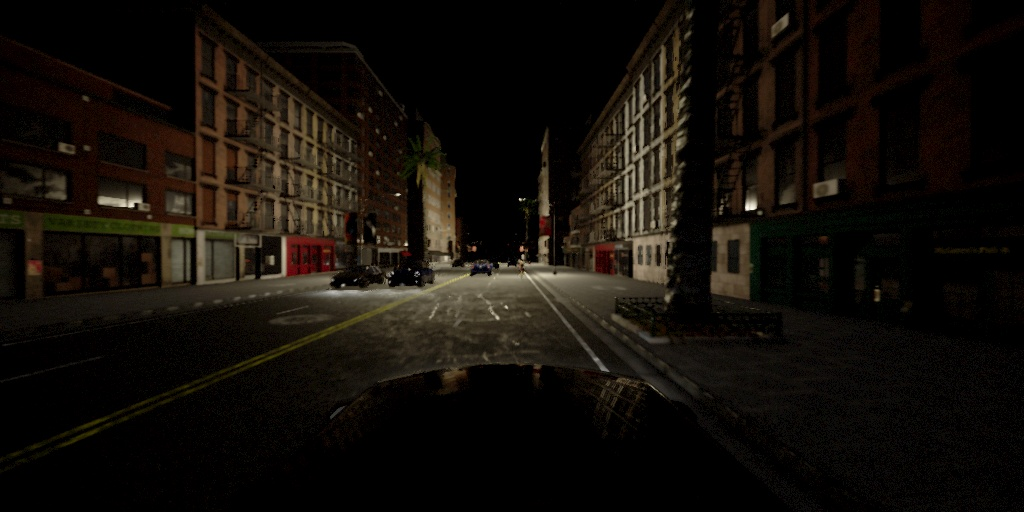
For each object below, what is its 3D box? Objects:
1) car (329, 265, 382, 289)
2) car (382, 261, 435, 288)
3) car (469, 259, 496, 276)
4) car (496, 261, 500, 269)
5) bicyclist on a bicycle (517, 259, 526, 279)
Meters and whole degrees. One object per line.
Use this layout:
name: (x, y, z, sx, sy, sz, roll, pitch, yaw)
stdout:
car: (-9.849, 1.324, 23.566, 2.033, 1.411, 5.357, 0, 0, 0)
car: (-6.596, 1.129, 23.822, 2.097, 1.767, 4.553, 0, 0, 0)
car: (-3.151, 1.173, 38.203, 2.097, 1.767, 4.553, 0, 0, 0)
car: (-3.149, 1.475, 59.889, 1.994, 1.385, 4.181, 0, 0, 0)
bicyclist on a bicycle: (0.878, 1.239, 32.381, 0.866, 1.612, 1.509, 0, 0, 0)
